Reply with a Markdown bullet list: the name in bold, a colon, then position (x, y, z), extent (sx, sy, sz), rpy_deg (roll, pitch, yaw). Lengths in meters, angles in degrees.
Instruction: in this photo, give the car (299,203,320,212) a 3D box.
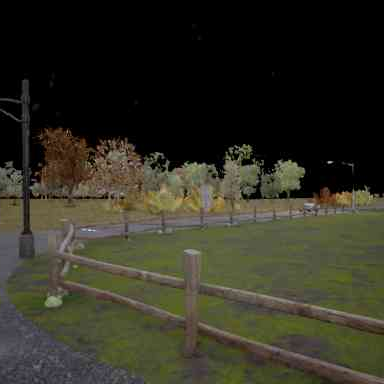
- **car**: position (18.813, 2.449, 53.015), extent (2.033, 1.411, 5.357), rpy_deg (-1, -2, 40)
